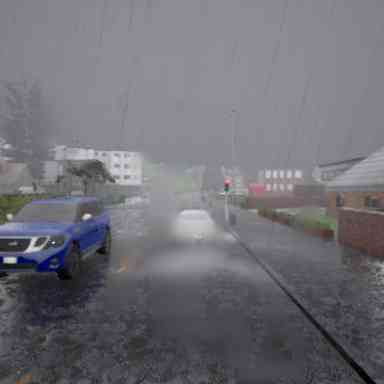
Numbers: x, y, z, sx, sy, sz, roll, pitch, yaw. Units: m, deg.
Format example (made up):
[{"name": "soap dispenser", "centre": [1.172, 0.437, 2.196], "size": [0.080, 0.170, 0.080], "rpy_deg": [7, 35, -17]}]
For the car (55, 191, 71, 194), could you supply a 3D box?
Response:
[{"name": "car", "centre": [-19.724, 0.790, 49.426], "size": [1.905, 1.878, 3.866], "rpy_deg": [0, 0, 35]}]

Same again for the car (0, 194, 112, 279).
[{"name": "car", "centre": [-4.060, 1.183, 10.235], "size": [2.150, 2.045, 5.566], "rpy_deg": [0, 0, 0]}]

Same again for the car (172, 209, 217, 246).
[{"name": "car", "centre": [0.107, 1.467, 14.733], "size": [1.812, 1.442, 4.674], "rpy_deg": [0, 0, 0]}]
